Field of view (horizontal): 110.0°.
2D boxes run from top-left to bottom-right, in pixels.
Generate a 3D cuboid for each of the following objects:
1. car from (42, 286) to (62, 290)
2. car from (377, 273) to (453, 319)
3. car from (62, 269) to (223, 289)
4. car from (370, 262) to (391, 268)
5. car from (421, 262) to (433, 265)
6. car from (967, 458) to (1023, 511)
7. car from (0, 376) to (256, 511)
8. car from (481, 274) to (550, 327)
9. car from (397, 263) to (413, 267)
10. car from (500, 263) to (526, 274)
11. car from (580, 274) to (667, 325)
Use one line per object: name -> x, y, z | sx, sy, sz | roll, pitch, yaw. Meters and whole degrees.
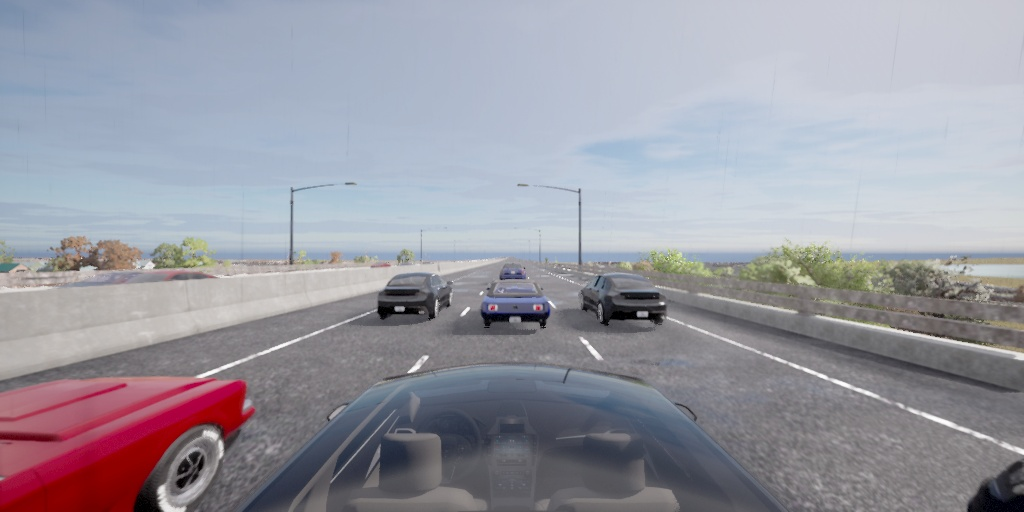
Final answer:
car -> -17.611, 1.420, 16.307 | 2.033, 1.411, 5.357 | 0, 0, 0
car -> -3.410, 1.354, 13.305 | 1.837, 1.490, 4.892 | 0, 0, 0
car -> -14.110, 1.335, 14.576 | 1.882, 1.535, 5.008 | 0, 0, 0
car -> -21.058, 1.692, 57.578 | 1.882, 1.535, 5.008 | 0, -1, 0
car -> -14.045, 1.783, 59.269 | 1.837, 1.490, 4.892 | 0, 0, 0
car -> 3.596, 1.302, 0.263 | 1.994, 1.385, 4.181 | 0, 0, 0
car -> -3.402, 1.347, 1.288 | 1.895, 1.301, 4.718 | 0, 0, 0
car -> 0.093, 1.436, 11.833 | 1.895, 1.301, 4.718 | 0, 0, 0
car -> -17.546, 1.828, 59.266 | 2.033, 1.411, 5.357 | 0, 0, 0
car -> 0.078, 1.336, 29.833 | 2.097, 1.767, 4.553 | 0, -1, 0
car -> 3.591, 1.345, 12.278 | 1.837, 1.490, 4.892 | 0, 0, 0
